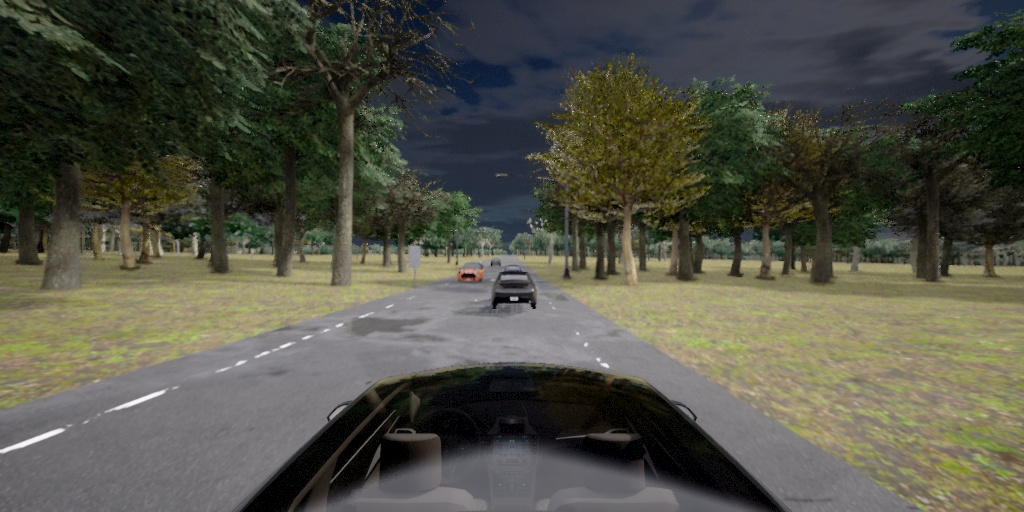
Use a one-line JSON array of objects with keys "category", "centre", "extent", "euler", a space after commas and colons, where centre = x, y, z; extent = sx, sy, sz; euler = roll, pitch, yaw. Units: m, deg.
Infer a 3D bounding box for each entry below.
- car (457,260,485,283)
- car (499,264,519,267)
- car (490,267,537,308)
[{"category": "car", "centre": [-3.627, 1.397, 32.075], "extent": [2.097, 1.767, 4.553], "euler": [0, 0, 0]}, {"category": "car", "centre": [0.093, 1.608, 34.909], "extent": [2.033, 1.411, 5.357], "euler": [0, 0, 0]}, {"category": "car", "centre": [0.089, 1.428, 16.251], "extent": [1.837, 1.490, 4.892], "euler": [0, -1, 0]}]
